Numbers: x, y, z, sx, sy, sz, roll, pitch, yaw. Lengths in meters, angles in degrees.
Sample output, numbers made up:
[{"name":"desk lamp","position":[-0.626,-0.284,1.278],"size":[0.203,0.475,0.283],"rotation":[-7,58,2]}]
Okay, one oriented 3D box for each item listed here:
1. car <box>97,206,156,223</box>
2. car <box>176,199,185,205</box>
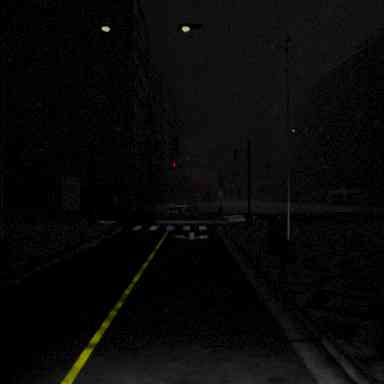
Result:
[{"name":"car","position":[-5.443,1.858,28.247],"size":[4.718,1.301,1.895],"rotation":[0,-1,0]},{"name":"car","position":[-2.613,2.437,78.656],"size":[2.033,1.411,5.357],"rotation":[0,-1,0]}]
